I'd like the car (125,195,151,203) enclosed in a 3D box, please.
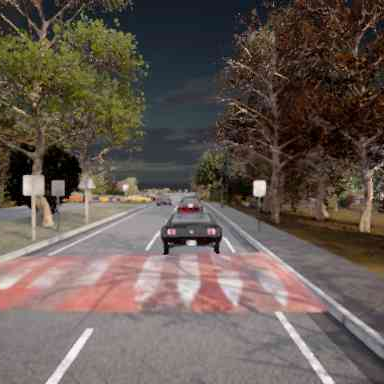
[{"bbox_3d":[-10.846,1.361,66.649,4.892,1.521,2.231,0,-1,0],"label":"car"}]

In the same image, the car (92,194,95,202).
[{"bbox_3d":[-23.970,1.181,69.554,5.566,2.045,2.435,0,-1,0],"label":"car"}]

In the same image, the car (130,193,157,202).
[{"bbox_3d":[-10.873,1.308,74.974,5.566,2.045,2.435,0,-2,0],"label":"car"}]

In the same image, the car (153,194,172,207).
[{"bbox_3d":[-3.670,1.247,44.434,1.994,1.385,4.181,0,0,0],"label":"car"}]

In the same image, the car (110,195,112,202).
[{"bbox_3d":[-24.057,1.874,86.159,5.008,1.535,2.097,0,-2,0],"label":"car"}]

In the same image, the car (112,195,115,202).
[{"bbox_3d":[-24.076,1.950,88.928,4.892,1.521,2.231,0,-2,0],"label":"car"}]

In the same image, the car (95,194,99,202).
[{"bbox_3d":[-23.777,1.498,72.317,5.366,1.575,1.946,0,-1,0],"label":"car"}]

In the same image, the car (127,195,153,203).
[{"bbox_3d":[-10.867,1.419,69.420,5.008,1.535,2.097,0,-1,0],"label":"car"}]

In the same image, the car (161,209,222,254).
[{"bbox_3d":[-0.015,1.427,12.181,1.895,1.301,4.718,0,-5,0],"label":"car"}]

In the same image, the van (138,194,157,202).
[{"bbox_3d":[-11.078,1.559,83.297,4.442,1.987,1.878,0,-2,0],"label":"van"}]

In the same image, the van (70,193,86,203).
[{"bbox_3d":[-24.039,1.145,66.661,4.442,1.987,1.878,0,-1,0],"label":"van"}]

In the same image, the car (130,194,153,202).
[{"bbox_3d":[-10.912,1.361,72.199,4.553,1.767,2.185,0,-2,0],"label":"car"}]

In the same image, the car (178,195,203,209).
[{"bbox_3d":[-0.126,1.125,28.512,2.097,1.767,4.553,0,1,0],"label":"car"}]

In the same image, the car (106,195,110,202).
[{"bbox_3d":[-24.036,1.795,83.264,5.008,1.535,2.097,0,-2,0],"label":"car"}]

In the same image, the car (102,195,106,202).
[{"bbox_3d":[-23.990,1.598,80.624,4.553,1.767,2.185,0,-2,0],"label":"car"}]

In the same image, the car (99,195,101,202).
[{"bbox_3d":[-23.975,1.575,75.082,4.892,1.521,2.231,0,-2,0],"label":"car"}]

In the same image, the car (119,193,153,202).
[{"bbox_3d":[-10.635,1.305,63.882,5.366,1.575,1.946,0,-1,0],"label":"car"}]
